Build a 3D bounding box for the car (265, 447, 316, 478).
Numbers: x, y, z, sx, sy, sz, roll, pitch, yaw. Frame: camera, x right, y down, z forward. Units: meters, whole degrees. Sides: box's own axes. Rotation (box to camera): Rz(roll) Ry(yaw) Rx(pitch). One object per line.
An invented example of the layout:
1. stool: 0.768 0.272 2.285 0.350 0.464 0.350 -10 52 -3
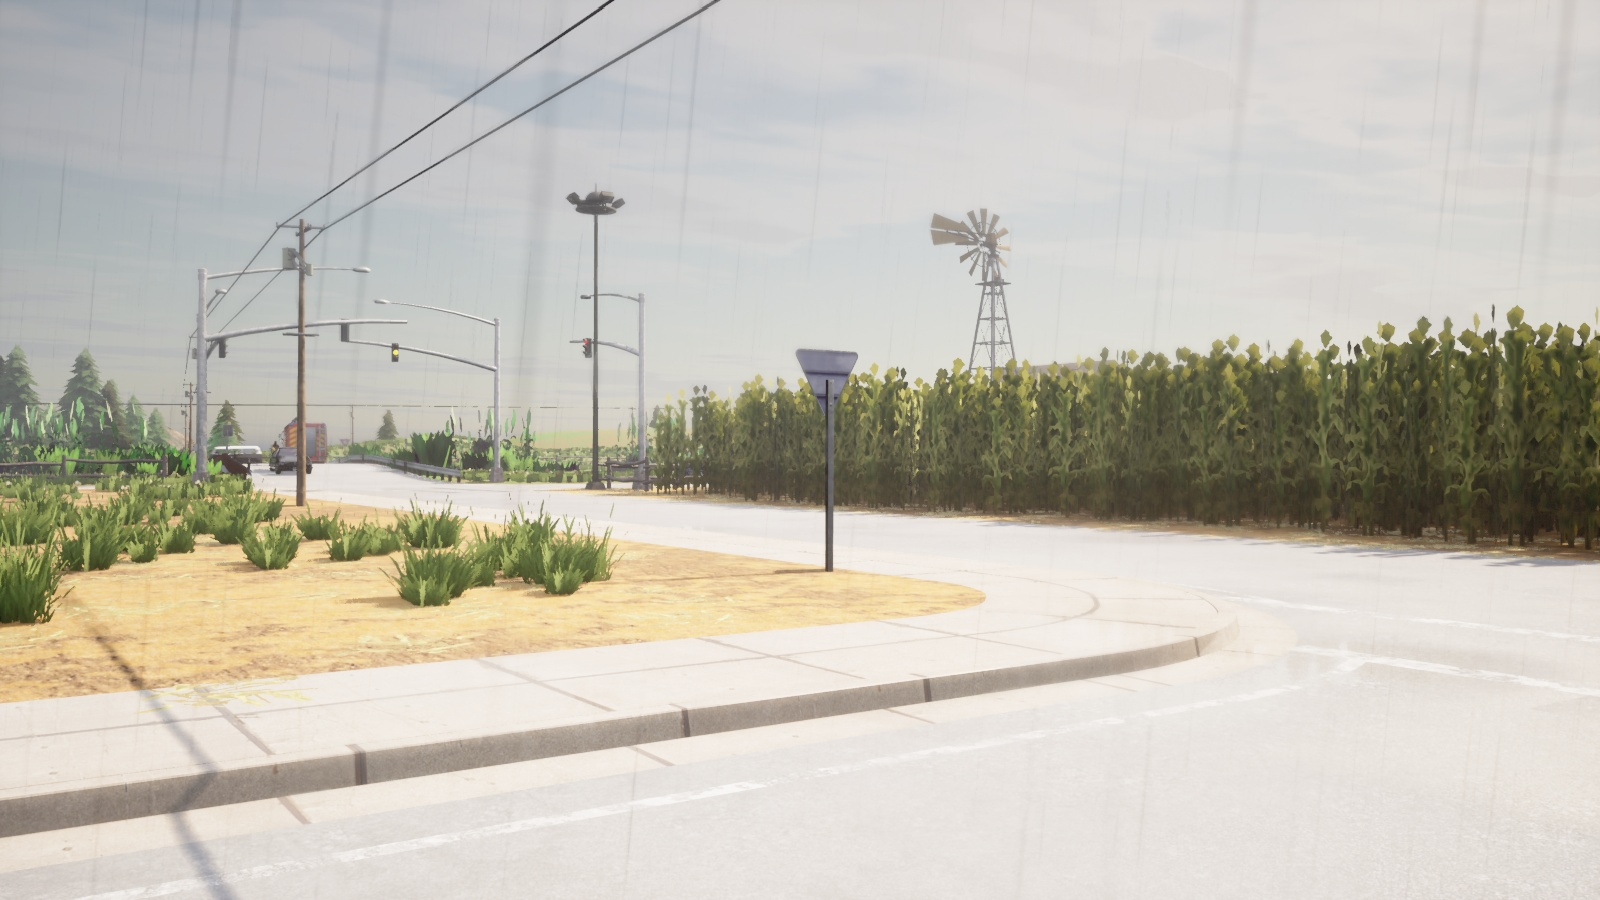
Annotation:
1. car: -28.228 0.655 69.513 2.033 1.411 5.357 0 3 -28
